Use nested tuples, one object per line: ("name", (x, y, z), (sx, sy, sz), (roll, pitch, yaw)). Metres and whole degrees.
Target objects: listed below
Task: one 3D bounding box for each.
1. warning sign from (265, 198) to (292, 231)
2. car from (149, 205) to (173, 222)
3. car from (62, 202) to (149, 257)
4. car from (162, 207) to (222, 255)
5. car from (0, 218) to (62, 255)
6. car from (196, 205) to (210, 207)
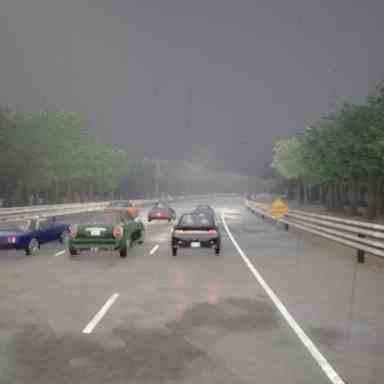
("warning sign", (4.958, 1.281, 19.157), (1.300, 1.860, 1.060), (0, -1, 3))
("car", (-2.538, 1.800, 28.791), (1.994, 1.385, 4.181), (0, 0, 4))
("car", (-3.301, 1.472, 13.749), (2.097, 1.767, 4.553), (0, -1, 2))
("car", (0.207, 1.616, 13.858), (2.128, 1.511, 4.902), (0, 0, 2))
("car", (-6.800, 1.723, 13.886), (1.895, 1.301, 4.718), (0, 0, 2))
("car", (0.951, 1.798, 28.522), (1.994, 1.385, 4.181), (0, 0, 4))
